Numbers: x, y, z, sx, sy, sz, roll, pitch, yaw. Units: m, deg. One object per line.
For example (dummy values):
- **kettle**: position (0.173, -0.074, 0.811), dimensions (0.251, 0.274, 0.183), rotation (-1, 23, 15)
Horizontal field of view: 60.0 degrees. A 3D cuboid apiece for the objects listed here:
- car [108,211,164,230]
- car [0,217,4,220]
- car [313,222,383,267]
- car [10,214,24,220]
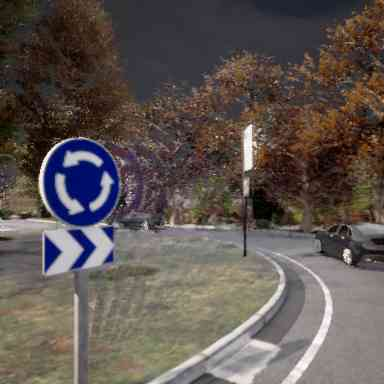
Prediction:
- **car**: position (-4.748, 2.383, 28.108), dimensions (4.892, 1.490, 1.837), rotation (-1, -3, 21)
- **car**: position (-43.892, 6.465, 75.856), dimensions (2.128, 1.511, 4.902), rotation (0, -6, -26)
- **car**: position (6.477, 1.967, 13.301), dimensions (1.837, 1.490, 4.892), rotation (1, -2, 0)
- **car**: position (-38.199, 5.607, 72.099), dimensions (2.097, 1.767, 4.553), rotation (0, -6, -26)
